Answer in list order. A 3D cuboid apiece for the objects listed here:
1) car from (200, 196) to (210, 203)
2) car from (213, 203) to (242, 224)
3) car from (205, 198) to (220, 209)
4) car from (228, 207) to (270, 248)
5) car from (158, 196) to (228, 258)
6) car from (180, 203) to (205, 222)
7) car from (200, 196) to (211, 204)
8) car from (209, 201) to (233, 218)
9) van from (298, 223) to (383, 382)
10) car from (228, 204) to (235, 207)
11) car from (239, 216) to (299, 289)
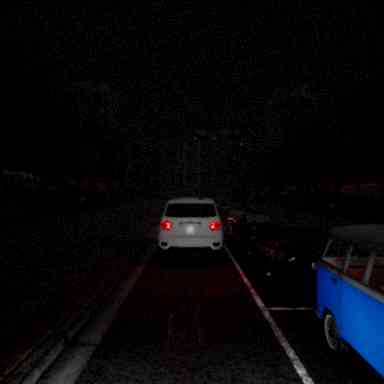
[{"bbox_3d":[2.628,1.638,69.527,2.008,1.369,4.403,0,0,0],"label":"car"},{"bbox_3d":[2.640,1.596,25.497,1.802,1.307,4.206,1,0,0],"label":"car"},{"bbox_3d":[2.740,1.567,45.939,1.812,1.442,4.674,0,0,0],"label":"car"},{"bbox_3d":[2.643,1.556,14.490,2.008,1.369,4.403,1,0,0],"label":"car"},{"bbox_3d":[0.047,1.223,12.834,2.150,2.045,5.566,0,0,2],"label":"car"},{"bbox_3d":[0.056,1.617,27.716,1.895,1.301,4.718,0,0,0],"label":"car"},{"bbox_3d":[2.630,1.516,64.023,1.967,1.590,4.097,0,0,0],"label":"car"},{"bbox_3d":[2.638,1.602,31.001,1.802,1.307,4.206,1,0,0],"label":"car"},{"bbox_3d":[2.648,1.341,3.483,1.690,1.788,3.998,1,0,0],"label":"van"},{"bbox_3d":[2.641,1.591,19.994,1.802,1.307,4.206,1,0,0],"label":"car"},{"bbox_3d":[2.644,1.568,8.987,1.947,1.339,4.313,1,0,0],"label":"car"}]
